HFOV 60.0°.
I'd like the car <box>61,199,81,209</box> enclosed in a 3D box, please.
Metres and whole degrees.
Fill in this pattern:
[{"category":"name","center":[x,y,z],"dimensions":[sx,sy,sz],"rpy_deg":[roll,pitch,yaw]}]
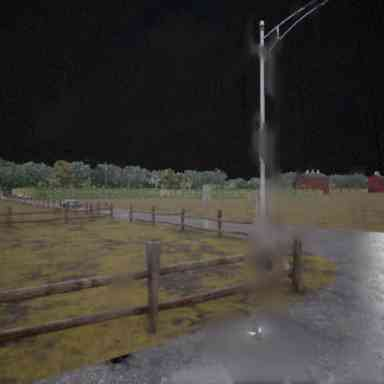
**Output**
[{"category":"car","center":[-18.297,1.757,50.229],"dimensions":[2.033,1.411,5.357],"rpy_deg":[-1,1,-35]}]
